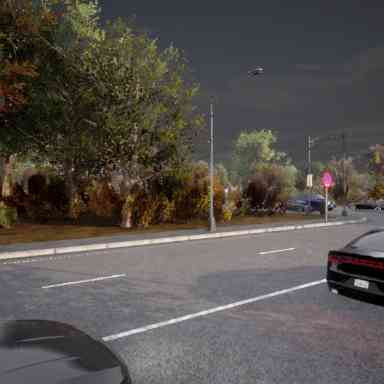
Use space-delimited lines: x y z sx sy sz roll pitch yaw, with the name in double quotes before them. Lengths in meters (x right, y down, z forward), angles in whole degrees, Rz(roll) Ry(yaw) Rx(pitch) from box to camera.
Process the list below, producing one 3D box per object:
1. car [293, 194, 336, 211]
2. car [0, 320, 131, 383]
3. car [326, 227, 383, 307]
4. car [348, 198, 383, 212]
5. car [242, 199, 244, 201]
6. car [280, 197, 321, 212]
"car" 14.720 1.221 40.663 2.150 2.045 5.566 0 0 -31
"car" -2.696 1.505 1.815 4.892 1.490 1.837 0 0 -36
"car" 5.022 1.478 7.349 5.008 1.535 1.882 0 0 -36
"car" 20.528 1.491 38.378 2.128 1.511 4.902 0 0 -32
"car" 7.591 1.522 45.319 1.812 1.442 4.674 0 0 -32
"car" 12.118 1.564 38.193 1.994 1.385 4.181 0 0 -32
